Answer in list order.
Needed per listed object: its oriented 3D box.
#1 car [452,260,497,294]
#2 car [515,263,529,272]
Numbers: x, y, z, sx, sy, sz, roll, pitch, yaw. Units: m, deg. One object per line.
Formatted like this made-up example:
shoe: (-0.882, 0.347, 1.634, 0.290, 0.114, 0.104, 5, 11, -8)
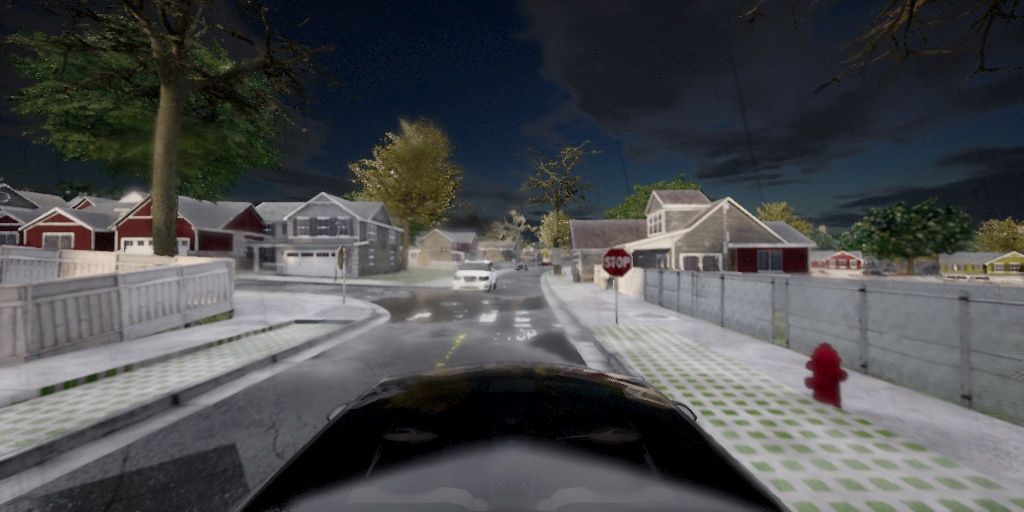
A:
car: (-2.166, 1.281, 22.313, 2.150, 2.045, 5.566, 1, -1, 3)
car: (1.715, 1.953, 61.763, 1.994, 1.385, 4.181, 0, -1, 9)
